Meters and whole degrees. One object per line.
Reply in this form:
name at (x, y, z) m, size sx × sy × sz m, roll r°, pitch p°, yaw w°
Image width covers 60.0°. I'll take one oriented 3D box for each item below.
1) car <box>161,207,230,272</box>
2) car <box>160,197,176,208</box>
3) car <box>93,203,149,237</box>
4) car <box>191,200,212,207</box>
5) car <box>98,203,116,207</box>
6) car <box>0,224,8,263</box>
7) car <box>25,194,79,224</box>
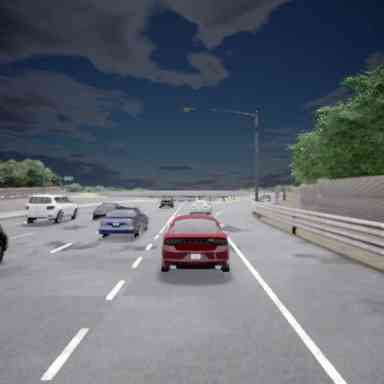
car at (0.097, 1.481, 10.881) m, size 1.882 × 1.535 × 5.008 m, roll 0°, pitch 0°, yaw 0°
car at (-3.512, 1.540, 48.110) m, size 1.837 × 1.490 × 4.892 m, roll 0°, pitch 0°, yaw 0°
car at (-3.504, 1.554, 17.889) m, size 2.033 × 1.411 × 5.357 m, roll 0°, pitch 0°, yaw 0°
car at (0.953, 1.530, 32.973) m, size 1.812 × 1.442 × 4.674 m, roll 0°, pitch 0°, yaw 7°
car at (-6.907, 1.574, 28.075) m, size 1.994 × 1.385 × 4.181 m, roll 0°, pitch 0°, yaw 0°
car at (-6.902, 1.224, 8.190) m, size 2.150 × 2.045 × 5.566 m, roll 0°, pitch 0°, yaw 0°
car at (-10.405, 1.230, 25.059) m, size 2.150 × 2.045 × 5.566 m, roll 0°, pitch 0°, yaw 0°
